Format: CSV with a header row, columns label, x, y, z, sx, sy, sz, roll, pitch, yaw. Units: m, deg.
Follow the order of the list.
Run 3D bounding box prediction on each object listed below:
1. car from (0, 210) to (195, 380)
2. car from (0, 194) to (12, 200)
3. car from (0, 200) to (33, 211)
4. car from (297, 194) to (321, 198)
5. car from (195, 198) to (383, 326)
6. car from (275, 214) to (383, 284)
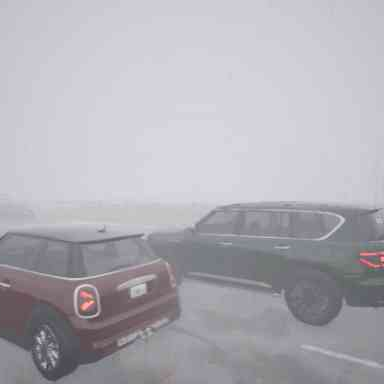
label,x,y,z,sx,sy,sz,roll,pitch,yaw
car,-2.452,1.358,5.739,4.553,1.767,2.097,0,0,36
car,-27.820,1.272,47.572,1.905,1.878,3.866,0,0,35
car,-14.867,1.597,27.497,4.181,1.385,1.994,0,0,36
car,23.301,1.231,66.640,4.605,1.855,1.932,0,0,35
car,1.357,1.226,7.322,5.566,2.045,2.150,0,0,35
car,4.949,1.507,9.060,4.892,1.490,1.837,0,0,36
